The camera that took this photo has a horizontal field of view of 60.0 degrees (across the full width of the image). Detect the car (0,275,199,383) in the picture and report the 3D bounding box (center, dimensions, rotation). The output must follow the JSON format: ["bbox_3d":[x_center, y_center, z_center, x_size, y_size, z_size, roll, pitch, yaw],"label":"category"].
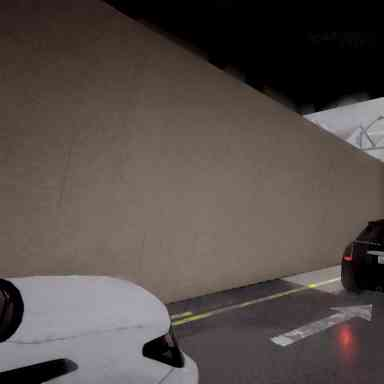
[{"bbox_3d":[-2.606,1.221,1.930,5.566,2.045,2.150,0,0,-35],"label":"car"}]

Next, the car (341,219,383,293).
[{"bbox_3d":[5.489,1.352,7.679,4.553,1.767,2.097,0,0,-36],"label":"car"}]
